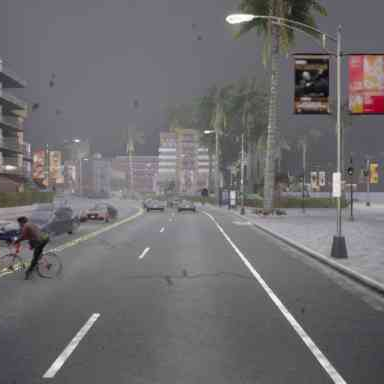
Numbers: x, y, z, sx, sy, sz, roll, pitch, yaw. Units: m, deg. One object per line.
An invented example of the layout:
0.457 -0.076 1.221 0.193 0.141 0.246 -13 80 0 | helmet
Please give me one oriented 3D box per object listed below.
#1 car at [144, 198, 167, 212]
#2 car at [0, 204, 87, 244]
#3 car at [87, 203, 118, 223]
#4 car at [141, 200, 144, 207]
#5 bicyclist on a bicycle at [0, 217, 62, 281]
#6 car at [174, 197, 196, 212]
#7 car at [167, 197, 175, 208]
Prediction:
-4.323 1.564 39.131 1.994 1.385 4.181 0 0 -6 | car
-7.105 1.547 16.187 2.033 1.411 5.357 0 0 0 | car
-7.014 1.565 25.503 1.994 1.385 4.181 0 0 0 | car
-6.139 1.564 48.197 1.994 1.385 4.181 0 0 -14 | car
-4.156 1.454 8.504 1.656 1.620 0.582 -2 0 0 | bicyclist on a bicycle
-0.694 1.564 38.390 1.994 1.385 4.181 0 0 -5 | car
-2.490 1.491 48.258 2.128 1.511 4.902 0 0 -15 | car
